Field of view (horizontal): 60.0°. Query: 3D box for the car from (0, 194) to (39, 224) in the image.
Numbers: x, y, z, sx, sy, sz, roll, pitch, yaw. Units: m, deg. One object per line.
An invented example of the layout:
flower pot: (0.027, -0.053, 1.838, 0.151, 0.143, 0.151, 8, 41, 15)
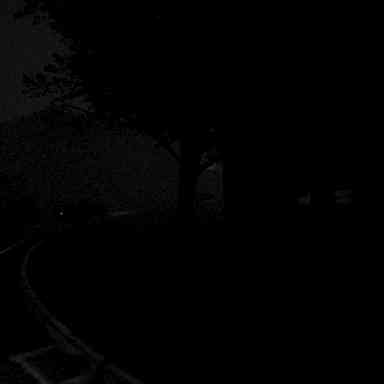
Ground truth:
car: (-12.466, 1.183, 21.661, 2.150, 2.045, 5.566, -3, 0, 12)

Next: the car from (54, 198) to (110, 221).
car: (-7.898, 1.193, 24.414, 1.882, 1.535, 5.008, -3, 1, 18)

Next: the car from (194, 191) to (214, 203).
car: (0.702, 0.570, 39.976, 2.033, 1.411, 5.357, -3, 1, 31)
